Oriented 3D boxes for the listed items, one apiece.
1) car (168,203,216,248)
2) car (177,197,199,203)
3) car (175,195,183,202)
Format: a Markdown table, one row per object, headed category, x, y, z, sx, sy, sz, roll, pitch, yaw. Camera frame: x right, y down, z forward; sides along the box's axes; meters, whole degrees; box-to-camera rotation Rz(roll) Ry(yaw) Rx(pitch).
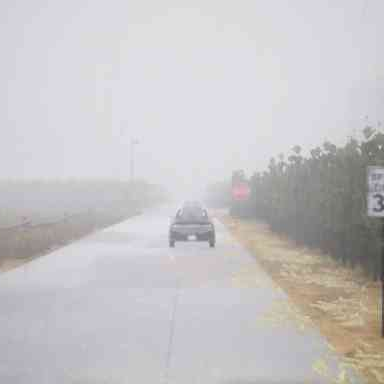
| category | x | y | z | sx | sy | sz | roll | pitch | yaw |
| --- | --- | --- | --- | --- | --- | --- | --- | --- | --- |
| car | 0.000 | 1.468 | 14.647 | 2.128 | 1.511 | 4.902 | 0 | 0 | 0 |
| car | 0.000 | 1.460 | 29.647 | 2.033 | 1.411 | 5.357 | 0 | 0 | 0 |
| car | -3.100 | 1.571 | 83.479 | 2.097 | 1.767 | 4.553 | 0 | -1 | 0 |
